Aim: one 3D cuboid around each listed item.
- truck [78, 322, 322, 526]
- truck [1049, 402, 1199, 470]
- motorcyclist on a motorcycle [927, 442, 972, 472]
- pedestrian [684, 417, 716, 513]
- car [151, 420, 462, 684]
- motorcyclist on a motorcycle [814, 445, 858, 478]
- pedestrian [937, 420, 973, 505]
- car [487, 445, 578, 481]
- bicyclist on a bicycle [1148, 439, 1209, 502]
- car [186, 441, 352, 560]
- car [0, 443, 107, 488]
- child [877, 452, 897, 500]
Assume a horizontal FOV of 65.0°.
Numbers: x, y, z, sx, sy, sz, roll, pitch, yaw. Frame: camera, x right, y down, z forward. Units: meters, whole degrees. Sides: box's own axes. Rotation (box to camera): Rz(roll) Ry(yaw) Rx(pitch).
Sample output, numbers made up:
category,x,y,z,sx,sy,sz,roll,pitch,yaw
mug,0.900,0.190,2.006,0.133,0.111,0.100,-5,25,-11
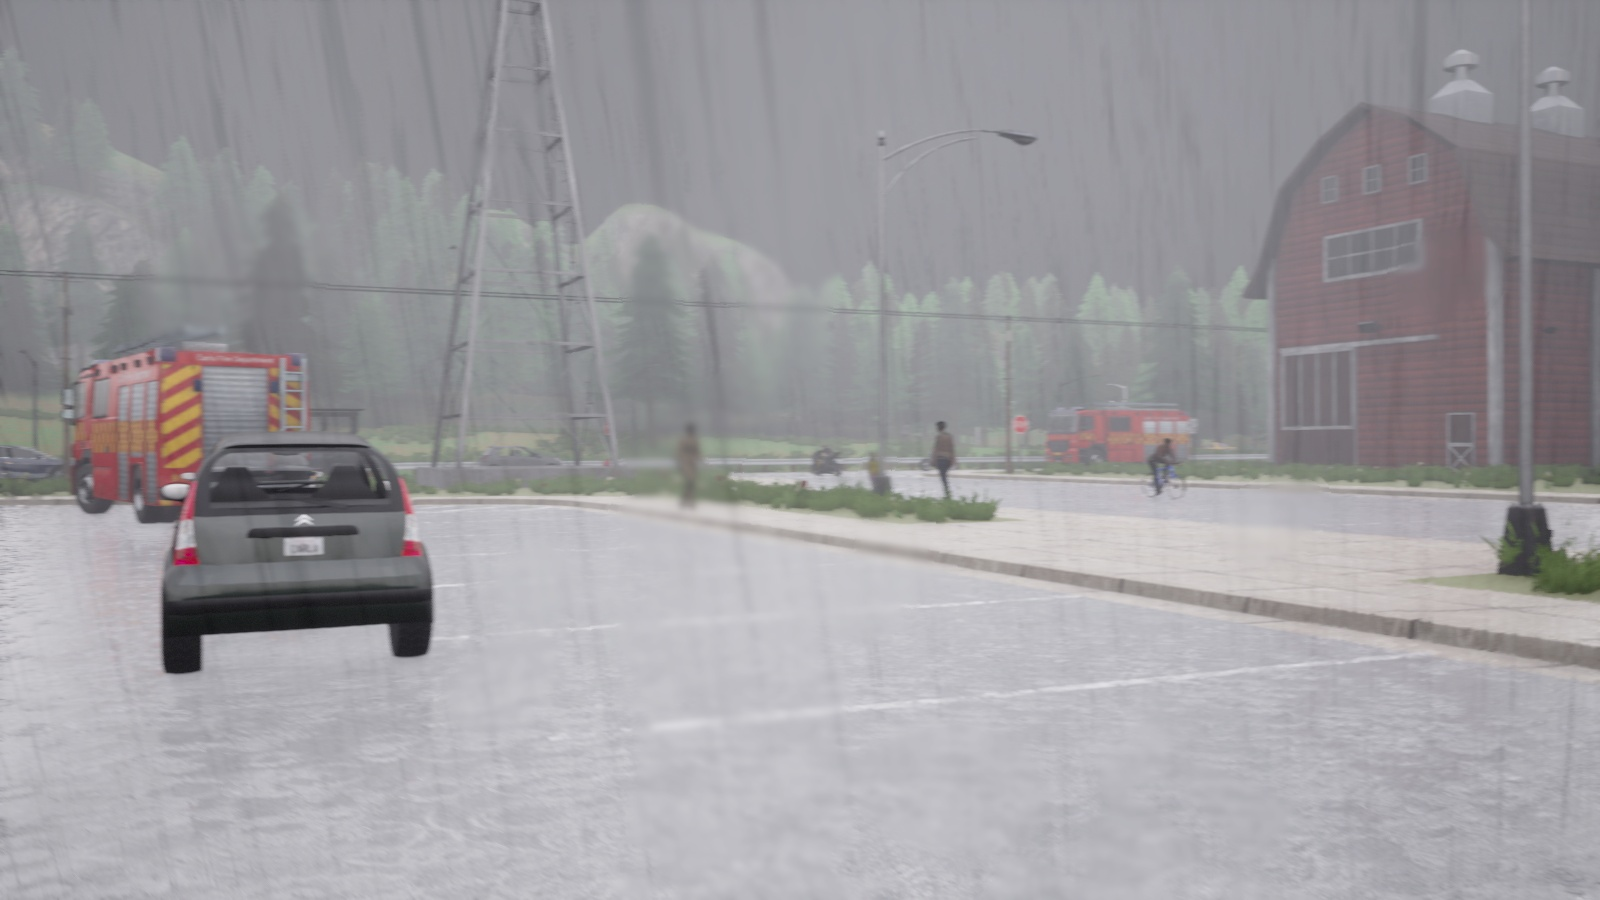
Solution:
category,x,y,z,sx,sy,sz,roll,pitch,yaw
truck,-13.467,-0.494,27.702,2.891,3.827,8.468,0,0,-39
truck,18.845,-0.802,72.898,8.468,3.827,2.891,0,0,-24
motorcyclist on a motorcycle,8.118,0.371,68.157,2.350,1.649,0.766,0,0,-24
pedestrian,-2.036,0.297,25.611,0.396,1.930,0.692,0,0,-28
car,-3.944,0.615,9.889,1.851,1.617,3.988,0,0,-24
motorcyclist on a motorcycle,1.654,0.520,58.473,0.866,1.530,2.191,-1,1,-36
pedestrian,3.343,0.272,27.136,0.328,1.805,0.869,0,0,-28
car,-11.839,0.558,55.505,3.633,1.501,1.845,0,0,-24
bicyclist on a bicycle,10.001,0.520,33.202,0.582,1.620,1.656,0,1,-25
car,-7.925,0.640,18.649,2.007,1.525,4.514,0,0,-24
car,-29.192,0.567,47.842,4.856,1.649,2.033,0,0,-28
child,2.125,0.640,30.851,0.299,1.160,0.473,0,0,-24
